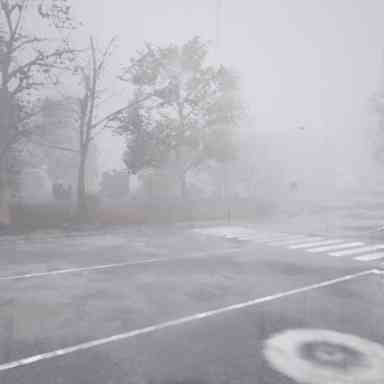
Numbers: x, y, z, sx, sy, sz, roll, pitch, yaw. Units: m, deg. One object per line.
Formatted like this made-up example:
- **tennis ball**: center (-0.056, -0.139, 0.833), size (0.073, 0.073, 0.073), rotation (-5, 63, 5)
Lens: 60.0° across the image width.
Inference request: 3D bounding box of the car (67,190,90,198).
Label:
- **car**: center (-25.034, 0.514, 73.486), size (2.231, 1.521, 4.892), rotation (-1, 2, 18)

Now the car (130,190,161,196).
- **car**: center (-8.441, 0.239, 60.941), size (2.435, 2.045, 5.566), rotation (-2, 1, 16)

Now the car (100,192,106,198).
- **car**: center (-15.590, 0.309, 66.269), size (2.435, 2.045, 5.566), rotation (-1, 1, 17)

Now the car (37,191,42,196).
- **car**: center (-34.333, 0.339, 80.881), size (2.097, 1.535, 5.008), rotation (0, 2, 19)

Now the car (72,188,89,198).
- **car**: center (-22.687, 0.290, 71.629), size (2.435, 2.045, 5.566), rotation (0, 2, 18)

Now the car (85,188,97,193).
- **car**: center (-20.326, 0.588, 69.822), size (2.163, 1.488, 4.792), rotation (0, 2, 17)

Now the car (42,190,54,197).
- **car**: center (-32.080, 0.389, 78.840), size (1.946, 1.575, 5.366), rotation (0, 2, 18)

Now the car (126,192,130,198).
- **car**: center (-10.839, 0.397, 62.650), size (2.185, 1.767, 4.553), rotation (-2, 1, 16)
